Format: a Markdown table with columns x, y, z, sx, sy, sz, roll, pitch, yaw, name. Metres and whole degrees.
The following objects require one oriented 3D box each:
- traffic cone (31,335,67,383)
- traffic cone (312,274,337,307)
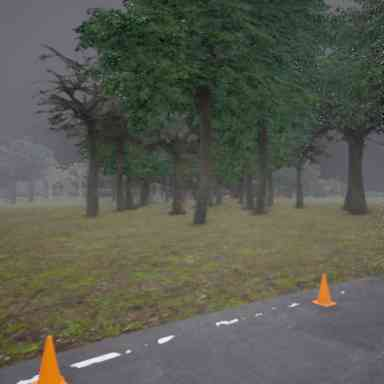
| x | y | z | sx | sy | sz | roll | pitch | yaw | name |
| --- | --- | --- | --- | --- | --- | --- | --- | --- | --- |
| -1.642 | 1.953 | 3.838 | 0.340 | 0.580 | 0.340 | 0 | 0 | -36 | traffic cone |
| 2.675 | 1.947 | 6.709 | 0.340 | 0.580 | 0.340 | 0 | 0 | -31 | traffic cone |
